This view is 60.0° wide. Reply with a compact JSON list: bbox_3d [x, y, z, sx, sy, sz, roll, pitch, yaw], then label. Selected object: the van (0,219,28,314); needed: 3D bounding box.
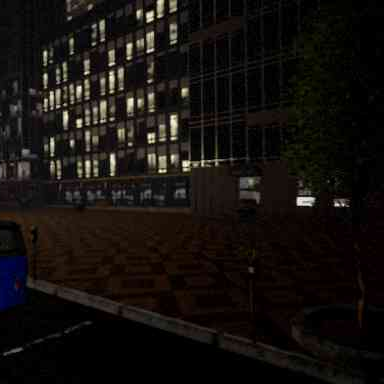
[{"bbox_3d":[-4.785,1.323,6.301,3.998,1.788,1.690,0,-1,36],"label":"van"}]
